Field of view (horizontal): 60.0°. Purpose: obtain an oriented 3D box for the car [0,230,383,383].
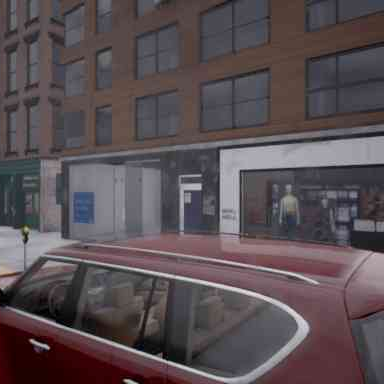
[{"bbox_3d":[-0.490,1.315,3.164,5.009,1.841,2.192,0,0,36],"label":"car"}]
